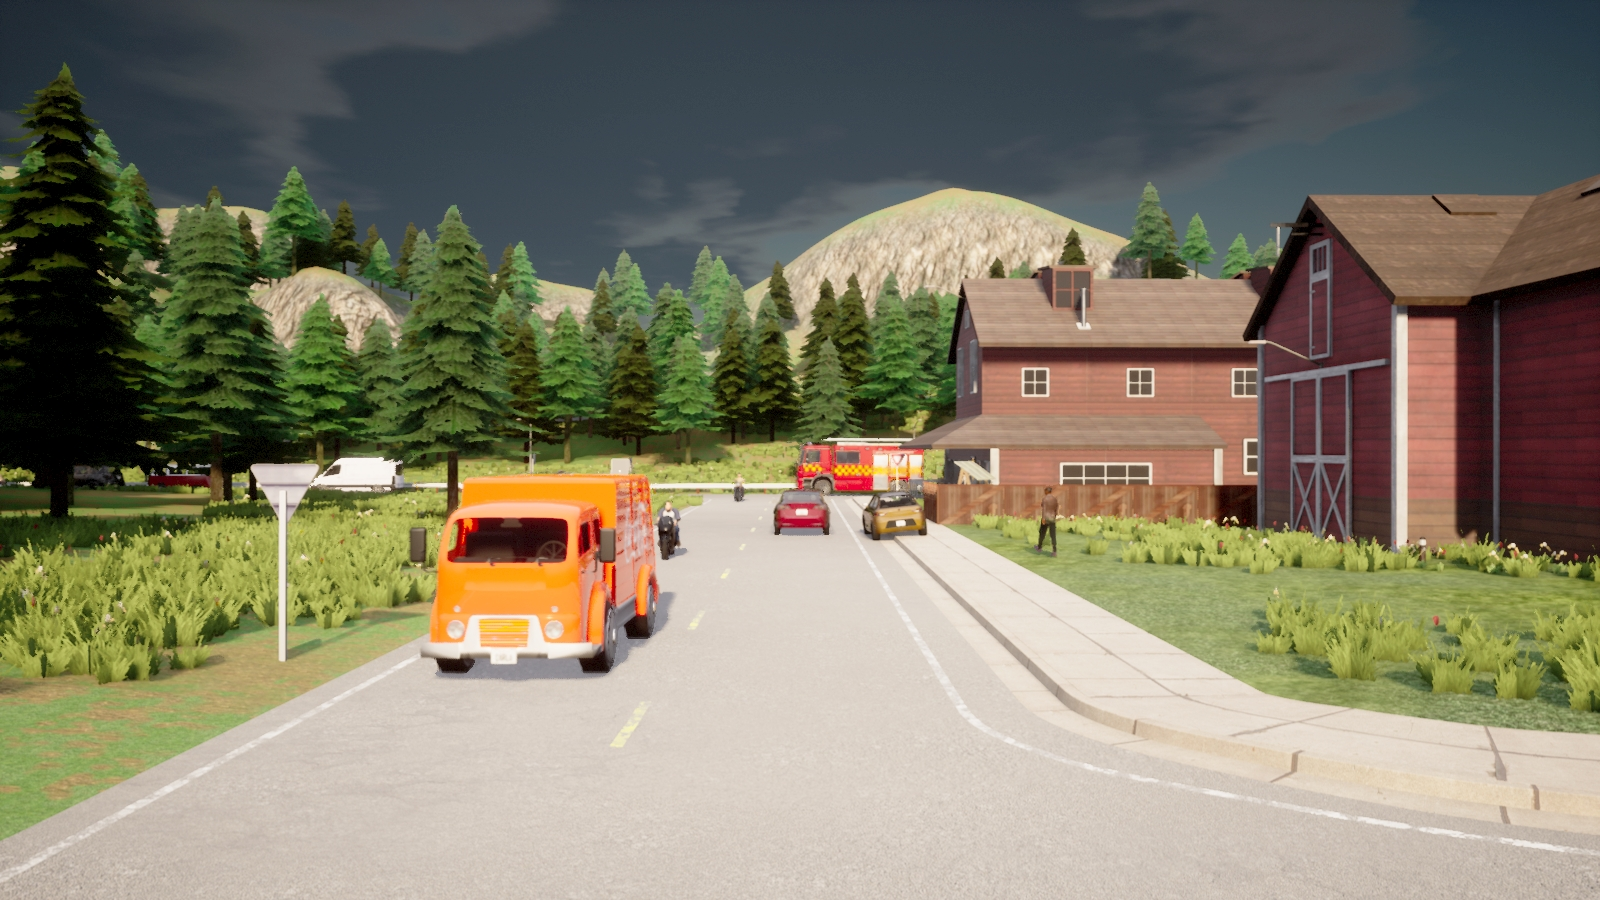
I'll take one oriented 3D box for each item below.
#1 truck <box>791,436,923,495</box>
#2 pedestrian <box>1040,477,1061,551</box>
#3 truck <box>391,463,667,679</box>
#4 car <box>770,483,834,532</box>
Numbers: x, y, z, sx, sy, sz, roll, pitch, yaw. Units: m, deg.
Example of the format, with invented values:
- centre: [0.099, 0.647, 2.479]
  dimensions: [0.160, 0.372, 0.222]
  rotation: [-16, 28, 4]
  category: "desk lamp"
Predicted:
- centre: [3.707, 1.008, 76.002]
  dimensions: [8.468, 3.827, 2.891]
  rotation: [0, 0, -4]
  category: "truck"
- centre: [6.295, 1.603, 28.747]
  dimensions: [0.375, 1.860, 0.375]
  rotation: [0, 0, -14]
  category: "pedestrian"
- centre: [-3.476, 1.448, 15.996]
  dimensions: [2.627, 2.467, 5.204]
  rotation: [0, 0, 0]
  category: "truck"
- centre: [0.067, 1.989, 40.583]
  dimensions: [2.163, 1.488, 4.792]
  rotation: [0, 0, 0]
  category: "car"
